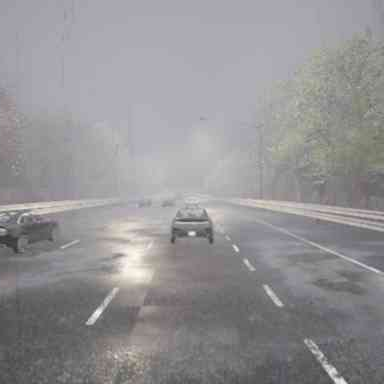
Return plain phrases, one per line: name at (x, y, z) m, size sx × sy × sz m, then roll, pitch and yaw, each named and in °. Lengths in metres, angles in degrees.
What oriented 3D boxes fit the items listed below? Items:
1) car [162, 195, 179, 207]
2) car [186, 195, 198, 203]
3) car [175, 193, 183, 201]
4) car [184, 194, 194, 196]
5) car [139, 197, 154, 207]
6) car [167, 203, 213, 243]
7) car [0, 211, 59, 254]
car at (-3.507, 1.554, 51.096) m, size 2.033 × 1.411 × 5.357 m, roll 0°, pitch 0°, yaw 0°
car at (-0.010, 1.607, 51.076) m, size 1.895 × 1.301 × 4.718 m, roll 0°, pitch 0°, yaw 0°
car at (-3.515, 1.271, 88.948) m, size 2.150 × 2.045 × 5.566 m, roll 0°, pitch 0°, yaw 0°
car at (-0.011, 1.380, 70.751) m, size 2.097 × 1.767 × 4.553 m, roll 0°, pitch 0°, yaw 0°
car at (-7.011, 1.498, 51.182) m, size 2.128 × 1.511 × 4.902 m, roll 0°, pitch 0°, yaw 0°
car at (-0.002, 1.489, 15.966) m, size 2.128 × 1.511 × 4.902 m, roll 0°, pitch 0°, yaw 0°
car at (-7.002, 1.490, 13.386) m, size 2.128 × 1.511 × 4.902 m, roll 0°, pitch 0°, yaw 0°
